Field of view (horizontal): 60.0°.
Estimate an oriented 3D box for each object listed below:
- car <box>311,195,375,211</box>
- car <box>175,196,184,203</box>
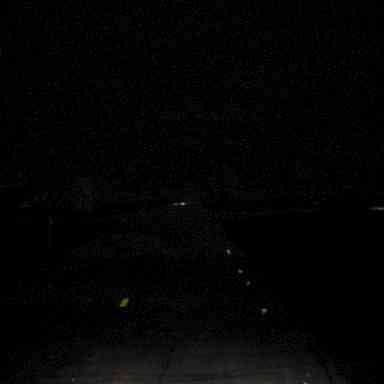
[{"bbox_3d":[13.868,0.979,30.795,5.357,1.411,2.033,-2,0,0],"label":"car"},{"bbox_3d":[-2.738,1.576,71.589,1.882,1.535,5.008,0,0,0],"label":"car"}]
